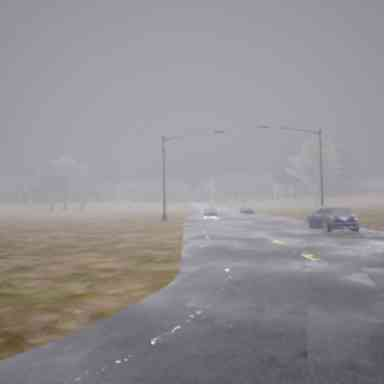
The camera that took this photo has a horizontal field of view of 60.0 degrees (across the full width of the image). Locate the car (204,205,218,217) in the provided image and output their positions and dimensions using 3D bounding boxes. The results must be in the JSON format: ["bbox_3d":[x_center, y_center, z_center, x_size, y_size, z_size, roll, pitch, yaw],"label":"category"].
[{"bbox_3d":[2.747,2.979,48.921,1.994,1.385,4.181,-1,-2,3],"label":"car"}]

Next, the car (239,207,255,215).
[{"bbox_3d":[9.139,3.090,55.563,1.895,1.301,4.718,-1,-2,-1],"label":"car"}]

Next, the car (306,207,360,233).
[{"bbox_3d":[9.673,1.837,23.279,2.097,1.767,4.553,-1,-2,-1],"label":"car"}]
